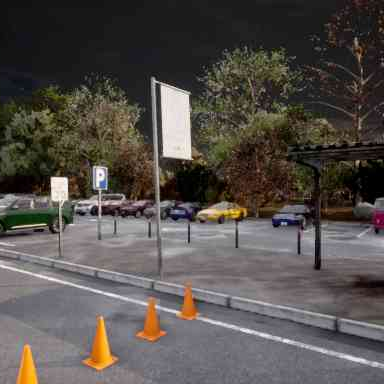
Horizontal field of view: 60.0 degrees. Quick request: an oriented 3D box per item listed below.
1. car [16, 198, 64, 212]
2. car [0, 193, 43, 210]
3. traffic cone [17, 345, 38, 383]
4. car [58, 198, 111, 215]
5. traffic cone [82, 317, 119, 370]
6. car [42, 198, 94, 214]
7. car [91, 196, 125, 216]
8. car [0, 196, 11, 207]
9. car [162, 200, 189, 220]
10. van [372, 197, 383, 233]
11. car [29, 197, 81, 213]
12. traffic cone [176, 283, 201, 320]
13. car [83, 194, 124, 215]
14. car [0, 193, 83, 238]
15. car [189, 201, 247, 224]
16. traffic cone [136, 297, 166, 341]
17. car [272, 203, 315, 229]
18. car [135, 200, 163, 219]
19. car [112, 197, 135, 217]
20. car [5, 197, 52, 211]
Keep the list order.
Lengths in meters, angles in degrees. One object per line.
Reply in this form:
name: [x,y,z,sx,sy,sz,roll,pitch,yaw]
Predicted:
car: [-18.020,1.469,39.670,2.163,1.488,4.792,0,0,35]
car: [-22.566,1.153,42.864,2.435,2.045,5.566,0,0,35]
traffic cone: [-1.787,1.957,3.600,0.340,0.580,0.340,0,0,35]
car: [-11.192,1.461,34.902,2.231,1.521,4.892,0,0,35]
traffic cone: [-1.212,1.957,4.417,0.340,0.580,0.340,0,0,35]
car: [-13.465,1.455,36.500,2.097,1.535,5.008,0,0,35]
car: [-6.644,1.466,31.721,2.097,1.535,5.008,0,0,35]
car: [-29.258,1.332,47.828,1.946,1.575,5.366,1,0,35]
car: [0.183,1.504,26.954,2.163,1.488,4.792,0,0,35]
van: [11.589,1.264,19.048,1.878,1.987,4.442,0,0,35]
car: [-15.628,1.444,38.251,1.946,1.575,5.366,0,0,35]
traffic cone: [-0.062,1.957,6.049,0.340,0.580,0.340,0,0,36]
car: [-8.935,1.212,33.289,2.435,2.045,5.566,0,0,35]
car: [-8.927,1.221,17.299,2.435,2.045,5.566,0,0,35]
car: [2.331,1.475,25.183,1.946,1.575,5.366,0,0,35]
traffic cone: [-0.637,1.957,5.233,0.340,0.580,0.340,0,0,35]
car: [6.964,1.513,22.120,2.163,1.488,4.792,0,0,35]
car: [-2.101,1.473,28.531,2.231,1.521,4.892,0,0,35]
car: [-4.373,1.469,30.125,2.097,1.535,5.008,0,0,35]
car: [-20.264,1.452,41.317,2.163,1.488,4.792,0,0,35]
